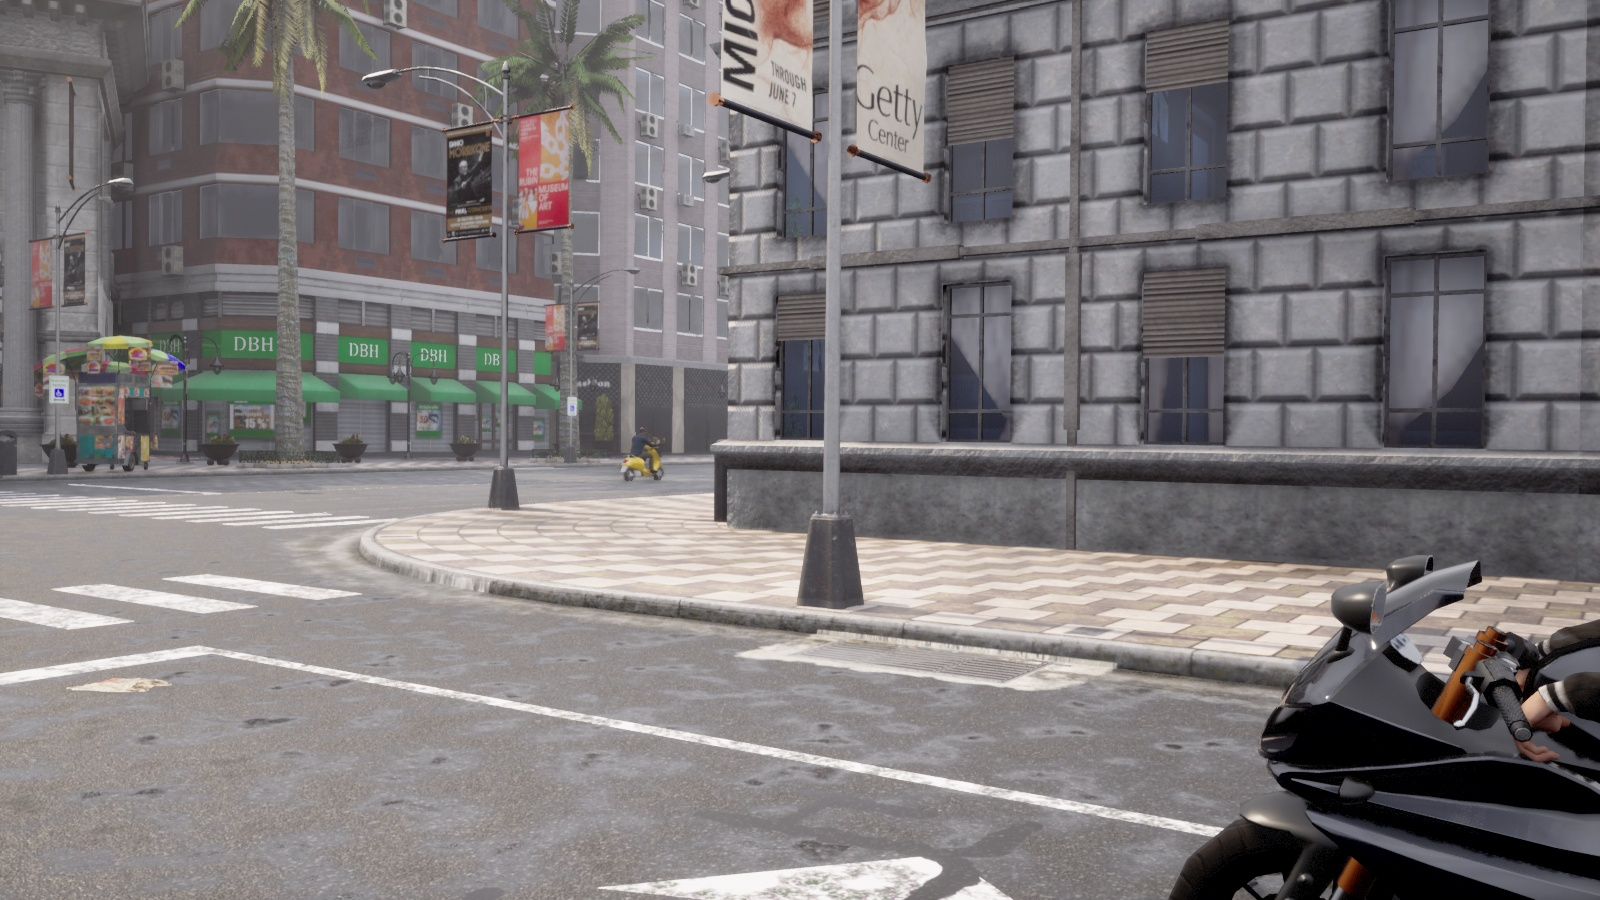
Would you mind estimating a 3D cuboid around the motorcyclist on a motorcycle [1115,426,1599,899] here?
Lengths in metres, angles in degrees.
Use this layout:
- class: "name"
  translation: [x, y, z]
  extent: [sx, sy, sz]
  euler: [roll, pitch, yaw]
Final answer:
- class: "motorcyclist on a motorcycle"
  translation: [1.824, 0.717, 2.412]
  extent: [2.191, 1.530, 0.866]
  euler: [0, 1, 34]

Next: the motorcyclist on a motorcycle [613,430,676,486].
- class: "motorcyclist on a motorcycle"
  translation: [-4.578, 0.220, 37.062]
  extent: [0.866, 1.590, 1.817]
  euler: [0, 1, 34]
